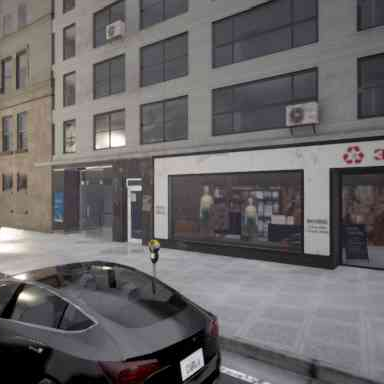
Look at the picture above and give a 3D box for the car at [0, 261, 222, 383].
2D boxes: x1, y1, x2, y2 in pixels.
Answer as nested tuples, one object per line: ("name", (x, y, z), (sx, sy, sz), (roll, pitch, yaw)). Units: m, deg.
("car", (-1.684, 1.566, 4.176), (4.313, 1.339, 1.947), (0, 0, 36))
